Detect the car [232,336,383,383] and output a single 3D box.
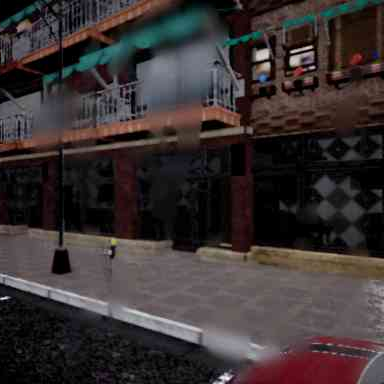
[{"bbox_3d":[1.893,1.433,1.516,4.097,1.590,1.967,-1,0,35],"label":"car"}]
